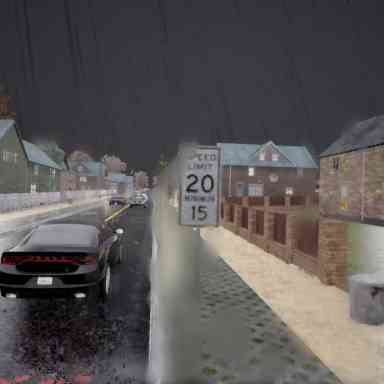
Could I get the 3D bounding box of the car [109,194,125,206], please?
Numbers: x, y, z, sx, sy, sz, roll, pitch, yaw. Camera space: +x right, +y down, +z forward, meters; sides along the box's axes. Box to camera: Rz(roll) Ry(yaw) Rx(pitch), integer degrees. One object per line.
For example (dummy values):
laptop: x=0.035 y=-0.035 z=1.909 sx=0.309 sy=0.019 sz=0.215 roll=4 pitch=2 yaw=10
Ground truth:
car: x=-9.498 y=0.975 z=42.905 sx=2.033 sy=1.411 sz=5.357 roll=2 pitch=0 yaw=-6

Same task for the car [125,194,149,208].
car: x=-6.199 y=1.104 z=38.659 sx=2.033 sy=1.411 sz=5.357 roll=2 pitch=0 yaw=-6

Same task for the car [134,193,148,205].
car: x=-7.336 y=0.972 z=48.291 sx=1.812 sy=1.442 sz=4.674 roll=2 pitch=0 yaw=-6

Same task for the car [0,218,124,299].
car: x=-2.825 y=1.365 z=8.230 sx=1.882 sy=1.535 sz=5.008 roll=2 pitch=0 yaw=-6
